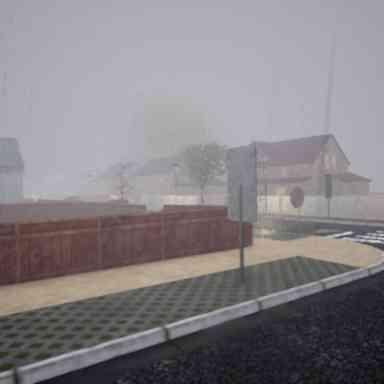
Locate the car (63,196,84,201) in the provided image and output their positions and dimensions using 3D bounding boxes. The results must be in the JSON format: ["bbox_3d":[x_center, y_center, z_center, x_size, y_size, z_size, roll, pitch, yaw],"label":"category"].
[{"bbox_3d":[-17.131,1.230,48.117,1.882,1.535,5.008,-2,1,-37],"label":"car"}]

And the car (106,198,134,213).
[{"bbox_3d":[-7.460,1.452,35.069,1.837,1.490,4.892,-2,1,-37],"label":"car"}]
